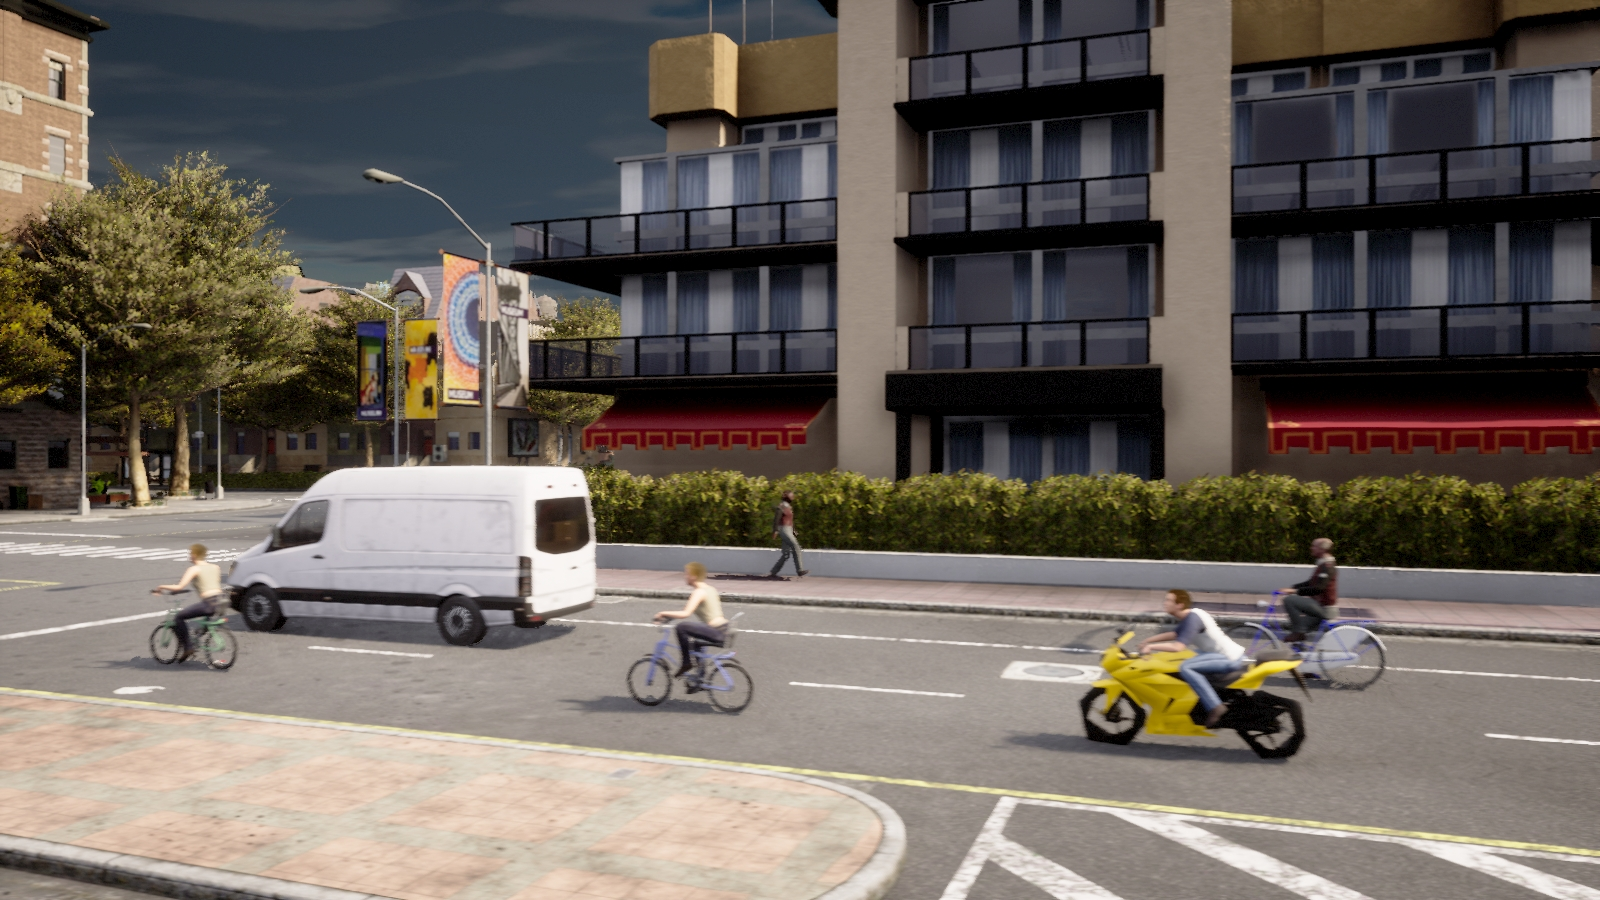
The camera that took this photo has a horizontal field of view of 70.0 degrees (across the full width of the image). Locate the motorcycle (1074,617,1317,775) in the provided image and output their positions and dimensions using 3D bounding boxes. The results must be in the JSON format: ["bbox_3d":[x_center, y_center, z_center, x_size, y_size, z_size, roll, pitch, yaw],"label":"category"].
[{"bbox_3d":[3.609,2.213,10.519,2.033,1.145,0.803,0,0,20],"label":"motorcycle"}]

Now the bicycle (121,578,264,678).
[{"bbox_3d":[-7.792,2.257,14.673,1.487,1.080,0.859,0,0,20],"label":"bicycle"}]

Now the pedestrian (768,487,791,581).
[{"bbox_3d":[-0.415,1.697,23.180,0.375,1.860,0.375,0,0,19],"label":"pedestrian"}]

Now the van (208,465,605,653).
[{"bbox_3d":[-6.148,1.535,17.806,5.915,2.561,1.988,0,0,20],"label":"van"}]
